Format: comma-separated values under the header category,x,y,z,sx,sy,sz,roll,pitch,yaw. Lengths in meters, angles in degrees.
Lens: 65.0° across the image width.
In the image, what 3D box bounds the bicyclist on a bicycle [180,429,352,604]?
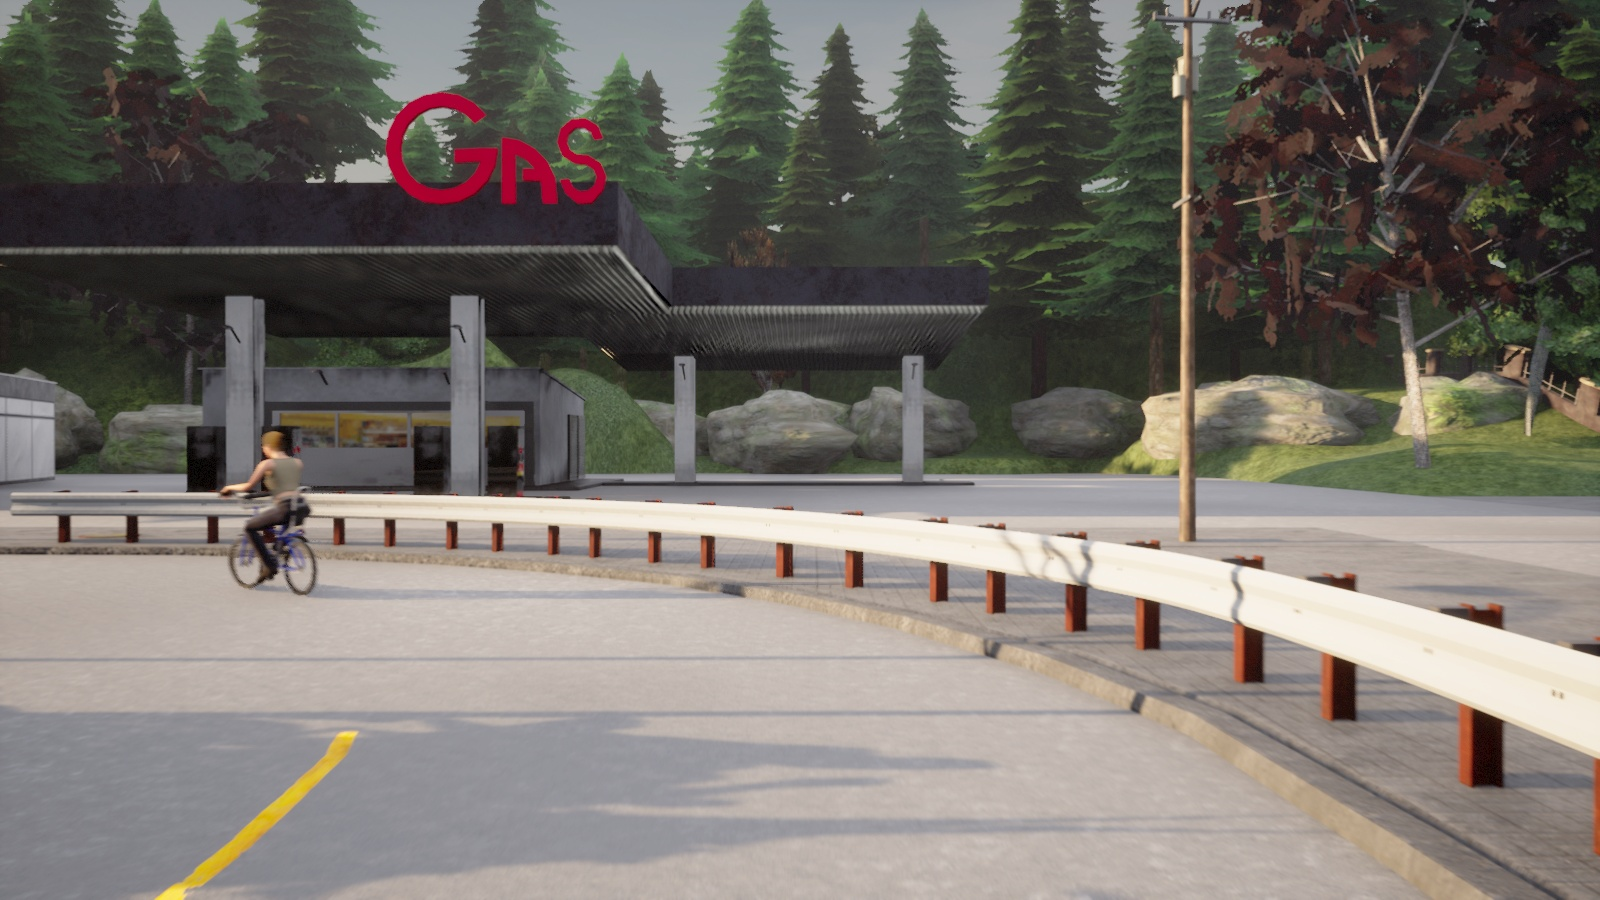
category,x,y,z,sx,sy,sz,roll,pitch,yaw
bicyclist on a bicycle,-5.298,0.611,12.450,1.509,1.612,0.866,0,2,35
